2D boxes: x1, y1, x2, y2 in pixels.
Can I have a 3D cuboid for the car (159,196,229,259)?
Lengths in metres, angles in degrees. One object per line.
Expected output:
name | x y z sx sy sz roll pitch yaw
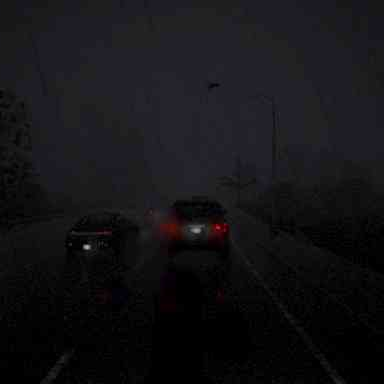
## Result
car | 0.201 1.292 12.992 2.150 2.045 5.566 0 0 2

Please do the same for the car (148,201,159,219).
car | -2.733 1.762 30.310 1.895 1.301 4.718 0 0 3

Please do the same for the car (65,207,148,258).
car | -3.300 1.562 13.074 2.128 1.511 4.902 0 0 1

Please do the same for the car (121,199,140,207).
car | -8.761 1.780 47.884 1.812 1.442 4.674 0 0 5

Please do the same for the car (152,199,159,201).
car | -5.140 1.767 49.123 1.837 1.490 4.892 0 -1 5

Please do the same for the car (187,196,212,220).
car | 0.802 1.385 30.913 2.150 2.045 5.566 0 0 3
